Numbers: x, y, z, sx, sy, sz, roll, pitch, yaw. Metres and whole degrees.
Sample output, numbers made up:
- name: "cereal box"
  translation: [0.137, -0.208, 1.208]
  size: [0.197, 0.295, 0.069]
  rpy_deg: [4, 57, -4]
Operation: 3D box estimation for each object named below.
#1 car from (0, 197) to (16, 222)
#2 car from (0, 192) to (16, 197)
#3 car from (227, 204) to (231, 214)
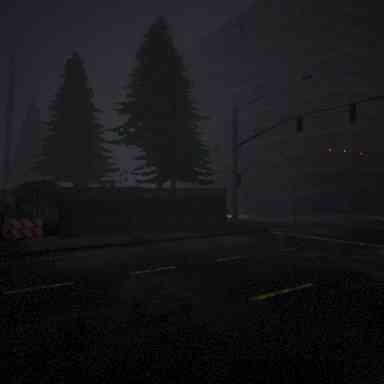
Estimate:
- name: "car"
  translation: [-12.840, 1.337, 21.956]
  size: [3.988, 1.617, 1.851]
  rpy_deg: [0, 0, -35]
- name: "car"
  translation: [-14.873, 1.169, 26.002]
  size: [4.605, 1.855, 1.932]
  rpy_deg: [0, 0, -35]
- name: "car"
  translation: [1.963, 1.339, 34.602]
  size: [2.097, 1.767, 4.553]
  rpy_deg: [0, 0, -35]
